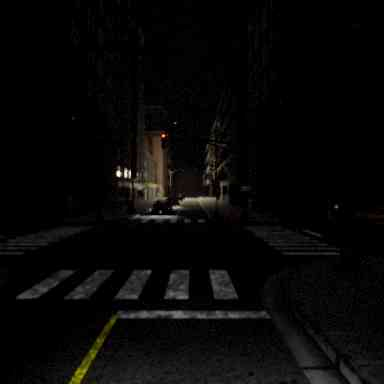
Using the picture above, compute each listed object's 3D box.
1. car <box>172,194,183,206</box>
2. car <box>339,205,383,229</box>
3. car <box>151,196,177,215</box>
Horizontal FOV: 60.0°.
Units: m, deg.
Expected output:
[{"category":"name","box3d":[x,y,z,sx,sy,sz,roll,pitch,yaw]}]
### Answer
[{"category":"car","box3d":[-2.827,1.271,49.496,2.128,1.511,4.902,0,0,0]},{"category":"car","box3d":[11.632,1.468,20.456,4.829,1.417,1.752,0,0,0]},{"category":"car","box3d":[-2.848,1.405,32.757,2.033,1.411,5.357,0,0,0]}]
